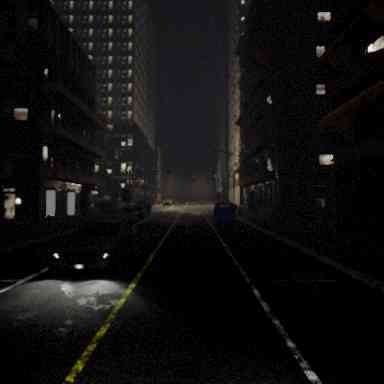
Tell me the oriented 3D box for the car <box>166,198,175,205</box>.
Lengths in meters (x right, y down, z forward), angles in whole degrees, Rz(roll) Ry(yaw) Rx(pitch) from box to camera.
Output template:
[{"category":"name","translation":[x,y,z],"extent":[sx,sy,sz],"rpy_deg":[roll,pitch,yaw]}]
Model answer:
[{"category":"car","translation":[-5.658,2.497,88.841],"extent":[2.192,1.841,5.009],"rpy_deg":[1,-1,0]}]

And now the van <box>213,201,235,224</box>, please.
[{"category":"van","translation":[2.713,1.724,28.600],"extent":[1.690,1.788,3.998],"rpy_deg":[1,-1,0]}]

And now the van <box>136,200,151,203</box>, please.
[{"category":"van","translation":[-5.803,1.870,39.628],"extent":[1.690,1.788,3.998],"rpy_deg":[1,-1,0]}]

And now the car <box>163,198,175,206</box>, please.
[{"category":"car","translation":[-5.662,2.474,77.690],"extent":[1.967,1.590,4.097],"rpy_deg":[1,-1,0]}]

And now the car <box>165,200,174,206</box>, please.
[{"category":"car","translation":[-5.664,2.690,83.263],"extent":[1.802,1.307,4.206],"rpy_deg":[1,-1,0]}]

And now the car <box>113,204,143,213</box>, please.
[{"category":"car","translation":[-5.639,1.964,28.545],"extent":[1.802,1.307,4.206],"rpy_deg":[1,-1,0]}]

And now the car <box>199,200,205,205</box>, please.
[{"category":"car","translation":[2.716,2.765,88.898],"extent":[1.802,1.307,4.206],"rpy_deg":[1,-1,0]}]

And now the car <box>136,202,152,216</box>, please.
[{"category":"car","translation":[-5.638,2.021,34.084],"extent":[1.947,1.339,4.313],"rpy_deg":[1,-1,0]}]

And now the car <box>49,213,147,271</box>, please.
[{"category":"car","translation":[-3.097,1.706,11.801],"extent":[2.033,1.411,5.357],"rpy_deg":[0,-1,0]}]

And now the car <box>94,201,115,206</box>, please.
[{"category":"car","translation":[-16.482,2.326,62.272],"extent":[4.097,1.590,1.967],"rpy_deg":[0,-2,0]}]

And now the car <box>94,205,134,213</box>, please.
[{"category":"car","translation":[-5.639,1.859,23.005],"extent":[2.008,1.369,4.403],"rpy_deg":[1,-1,0]}]
